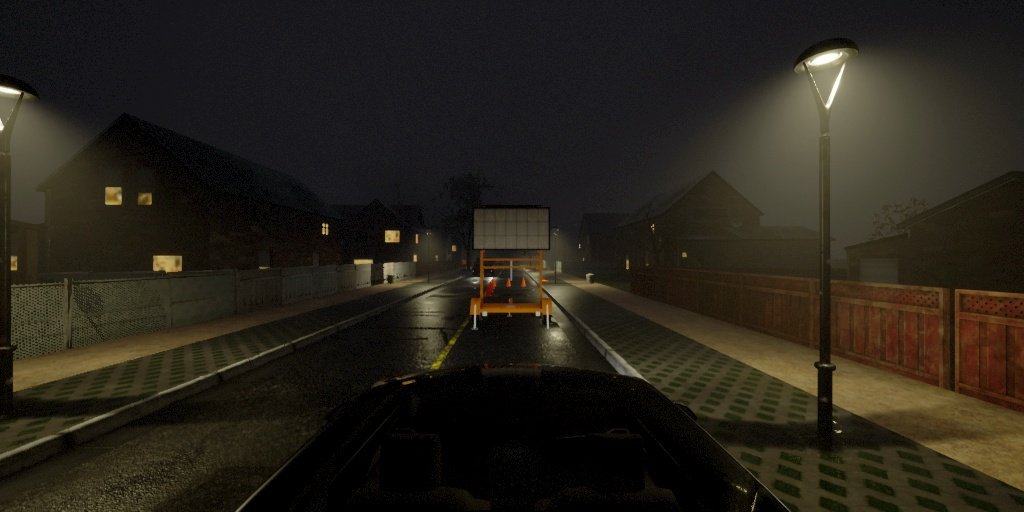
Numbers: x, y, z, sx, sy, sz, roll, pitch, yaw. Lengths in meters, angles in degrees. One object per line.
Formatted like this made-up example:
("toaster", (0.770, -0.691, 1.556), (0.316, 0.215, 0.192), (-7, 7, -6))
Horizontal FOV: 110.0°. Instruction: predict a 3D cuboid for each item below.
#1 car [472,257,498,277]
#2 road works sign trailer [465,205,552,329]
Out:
("car", (-2.936, 1.084, 38.236), (2.150, 2.045, 5.566), (0, 0, 0))
("road works sign trailer", (-0.021, 0.222, 11.198), (2.380, 3.560, 2.880), (0, 0, 0))
